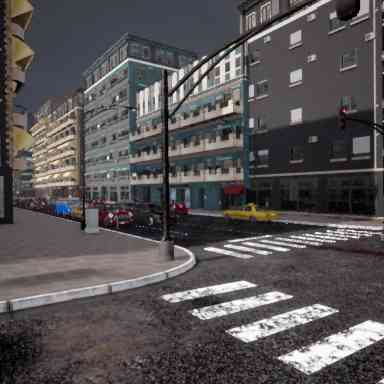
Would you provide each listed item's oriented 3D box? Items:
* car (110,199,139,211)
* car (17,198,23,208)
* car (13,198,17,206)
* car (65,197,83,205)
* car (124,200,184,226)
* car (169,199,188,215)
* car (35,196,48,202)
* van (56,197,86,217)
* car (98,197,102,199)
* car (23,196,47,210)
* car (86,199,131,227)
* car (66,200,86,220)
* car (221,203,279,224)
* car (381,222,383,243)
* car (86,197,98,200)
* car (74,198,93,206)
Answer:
[{"bbox_3d":[-8.623,1.581,42.332,2.008,1.369,4.403,-1,1,-35],"label":"car"},{"bbox_3d":[-25.084,1.769,50.986,1.947,1.339,4.313,-1,1,-35],"label":"car"},{"bbox_3d":[-31.510,1.782,59.999,1.887,1.381,4.507,-1,1,-35],"label":"car"},{"bbox_3d":[-21.474,1.645,60.357,2.008,1.369,4.403,-1,1,-35],"label":"car"},{"bbox_3d":[-2.918,1.576,24.361,1.837,1.490,4.892,-1,0,-35],"label":"car"},{"bbox_3d":[-2.198,1.441,33.319,1.967,1.590,4.097,-1,1,-35],"label":"car"},{"bbox_3d":[-37.539,1.727,82.888,1.887,1.381,4.507,-1,1,-35],"label":"car"},{"bbox_3d":[-12.236,1.483,32.960,1.690,1.788,3.998,-1,1,-35],"label":"van"},{"bbox_3d":[-15.050,1.501,51.343,1.967,1.590,4.097,-1,1,-35],"label":"car"},{"bbox_3d":[-21.873,1.627,46.479,1.967,1.590,4.097,-1,1,-35],"label":"car"},{"bbox_3d":[-5.809,1.552,23.949,1.967,1.590,4.097,-1,1,-35],"label":"car"},{"bbox_3d":[-8.921,1.652,28.317,1.752,1.417,4.829,-1,1,-35],"label":"car"},{"bbox_3d":[4.130,1.498,24.446,1.752,1.417,4.829,-1,1,-35],"label":"car"},{"bbox_3d":[9.548,1.491,11.850,4.892,1.490,1.837,-1,2,22],"label":"car"},{"bbox_3d":[-13.040,1.608,38.580,2.128,1.511,4.902,-1,0,-35],"label":"car"},{"bbox_3d":[-18.261,1.643,55.850,1.947,1.339,4.313,-1,1,-35],"label":"car"}]
